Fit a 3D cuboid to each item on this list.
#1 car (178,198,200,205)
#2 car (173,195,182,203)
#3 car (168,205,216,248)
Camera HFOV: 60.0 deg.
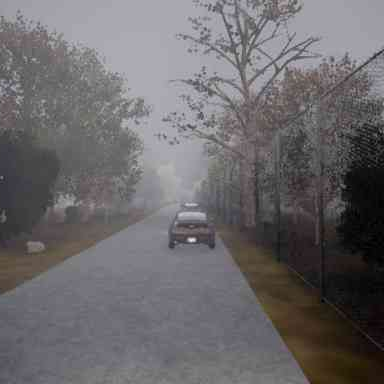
[{"bbox_3d":[-0.048,1.537,29.656,1.812,1.442,4.674,0,0,0],"label":"car"},{"bbox_3d":[-3.124,1.659,75.989,2.097,1.767,4.553,0,-1,-1],"label":"car"},{"bbox_3d":[-0.008,1.517,14.652,1.837,1.490,4.892,0,0,0],"label":"car"}]
